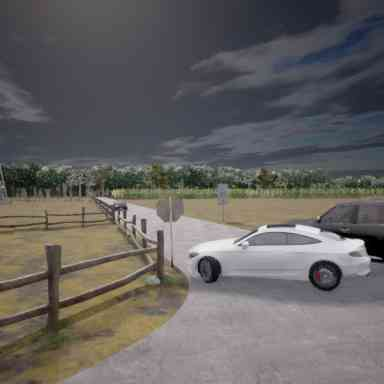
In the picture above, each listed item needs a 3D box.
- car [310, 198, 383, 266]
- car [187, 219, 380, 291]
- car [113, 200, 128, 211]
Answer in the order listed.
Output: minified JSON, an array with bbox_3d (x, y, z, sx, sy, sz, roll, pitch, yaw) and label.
[{"bbox_3d":[5.100,1.223,9.781,2.150,2.045,5.566,-2,0,-39],"label":"car"},{"bbox_3d":[2.158,1.614,8.962,4.674,1.442,1.812,-2,0,19],"label":"car"},{"bbox_3d":[-10.749,1.976,49.474,2.033,1.411,5.357,-2,0,-18],"label":"car"}]
